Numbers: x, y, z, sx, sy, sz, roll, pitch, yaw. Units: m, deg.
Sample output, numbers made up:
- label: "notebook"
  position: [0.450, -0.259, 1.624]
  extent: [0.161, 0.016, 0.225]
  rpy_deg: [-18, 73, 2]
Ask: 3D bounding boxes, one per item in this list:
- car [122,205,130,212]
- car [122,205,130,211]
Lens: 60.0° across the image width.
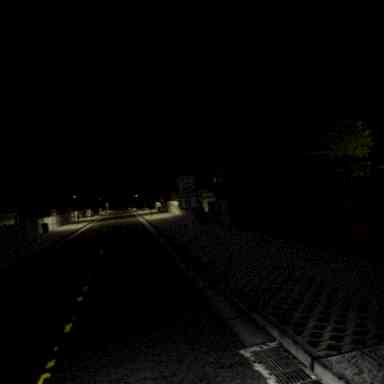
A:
- label: "car"
  position: [-15.900, 3.967, 80.021]
  extent: [2.033, 1.411, 5.357]
  rpy_deg: [-7, -1, -12]
- label: "car"
  position: [-17.963, 4.301, 90.260]
  extent: [1.895, 1.301, 4.718]
  rpy_deg: [-7, -1, -12]
